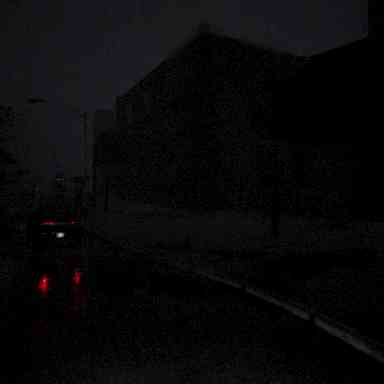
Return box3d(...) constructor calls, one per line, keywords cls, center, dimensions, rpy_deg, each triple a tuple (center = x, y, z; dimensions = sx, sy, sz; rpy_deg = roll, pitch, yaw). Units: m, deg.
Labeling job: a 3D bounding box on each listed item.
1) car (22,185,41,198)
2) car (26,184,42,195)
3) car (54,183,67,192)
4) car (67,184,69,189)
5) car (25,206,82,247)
box3d(cls="car", center=(-23.383, 0.105, 47.871), dimensions=(2.033, 1.411, 5.357), rpy_deg=(0, 2, -22))
box3d(cls="car", center=(-27.276, -0.399, 57.409), dimensions=(2.097, 1.767, 4.553), rpy_deg=(0, 2, -20))
box3d(cls="car", center=(-30.602, -0.724, 76.360), dimensions=(2.097, 1.535, 5.008), rpy_deg=(0, 1, -18))
box3d(cls="car", center=(-32.220, -0.822, 81.615), dimensions=(2.163, 1.488, 4.792), rpy_deg=(0, 1, -17))
box3d(cls="car", center=(-6.184, 1.370, 14.732), dimensions=(2.128, 1.511, 4.902), rpy_deg=(0, 1, -30))
